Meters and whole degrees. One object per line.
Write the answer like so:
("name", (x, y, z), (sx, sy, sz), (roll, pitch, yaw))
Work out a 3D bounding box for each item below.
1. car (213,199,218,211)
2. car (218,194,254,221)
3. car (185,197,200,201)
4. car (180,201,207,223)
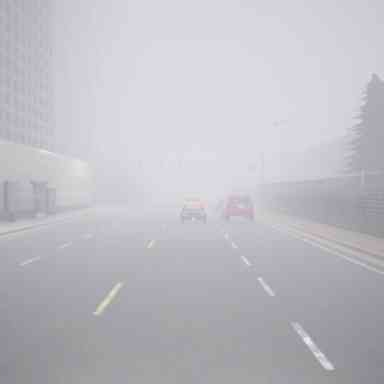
("car", (3.580, 1.489, 39.330), (1.812, 1.442, 4.674), (0, 0, 0))
("car", (3.574, 1.198, 26.668), (2.150, 2.045, 5.566), (0, 0, 1))
("car", (0.072, 1.318, 35.699), (2.097, 1.767, 4.553), (0, 0, 0))
("car", (0.102, 1.577, 25.344), (1.895, 1.301, 4.718), (0, 0, 0))
